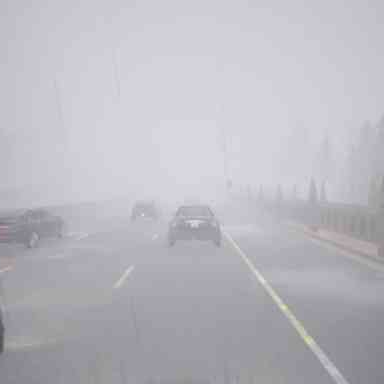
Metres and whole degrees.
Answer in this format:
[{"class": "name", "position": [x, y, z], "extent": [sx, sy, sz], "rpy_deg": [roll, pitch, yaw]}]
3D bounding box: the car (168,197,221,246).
[{"class": "car", "position": [0.100, 1.258, 14.926], "extent": [2.097, 1.767, 4.553], "rpy_deg": [0, 1, 0]}]

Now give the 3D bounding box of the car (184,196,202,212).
[{"class": "car", "position": [0.102, 1.237, 36.598], "extent": [1.882, 1.535, 5.008], "rpy_deg": [0, 0, 0]}]

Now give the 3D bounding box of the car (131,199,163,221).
[{"class": "car", "position": [-3.399, 1.341, 25.419], "extent": [1.837, 1.490, 4.892], "rpy_deg": [0, 0, 0]}]

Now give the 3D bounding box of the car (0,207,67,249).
[{"class": "car", "position": [-6.900, 1.413, 14.023], "extent": [1.837, 1.490, 4.892], "rpy_deg": [0, 0, 0]}]

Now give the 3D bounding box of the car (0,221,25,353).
[{"class": "car", "position": [-3.401, 1.338, 2.335], "extent": [2.097, 1.767, 4.553], "rpy_deg": [0, 1, 0]}]
